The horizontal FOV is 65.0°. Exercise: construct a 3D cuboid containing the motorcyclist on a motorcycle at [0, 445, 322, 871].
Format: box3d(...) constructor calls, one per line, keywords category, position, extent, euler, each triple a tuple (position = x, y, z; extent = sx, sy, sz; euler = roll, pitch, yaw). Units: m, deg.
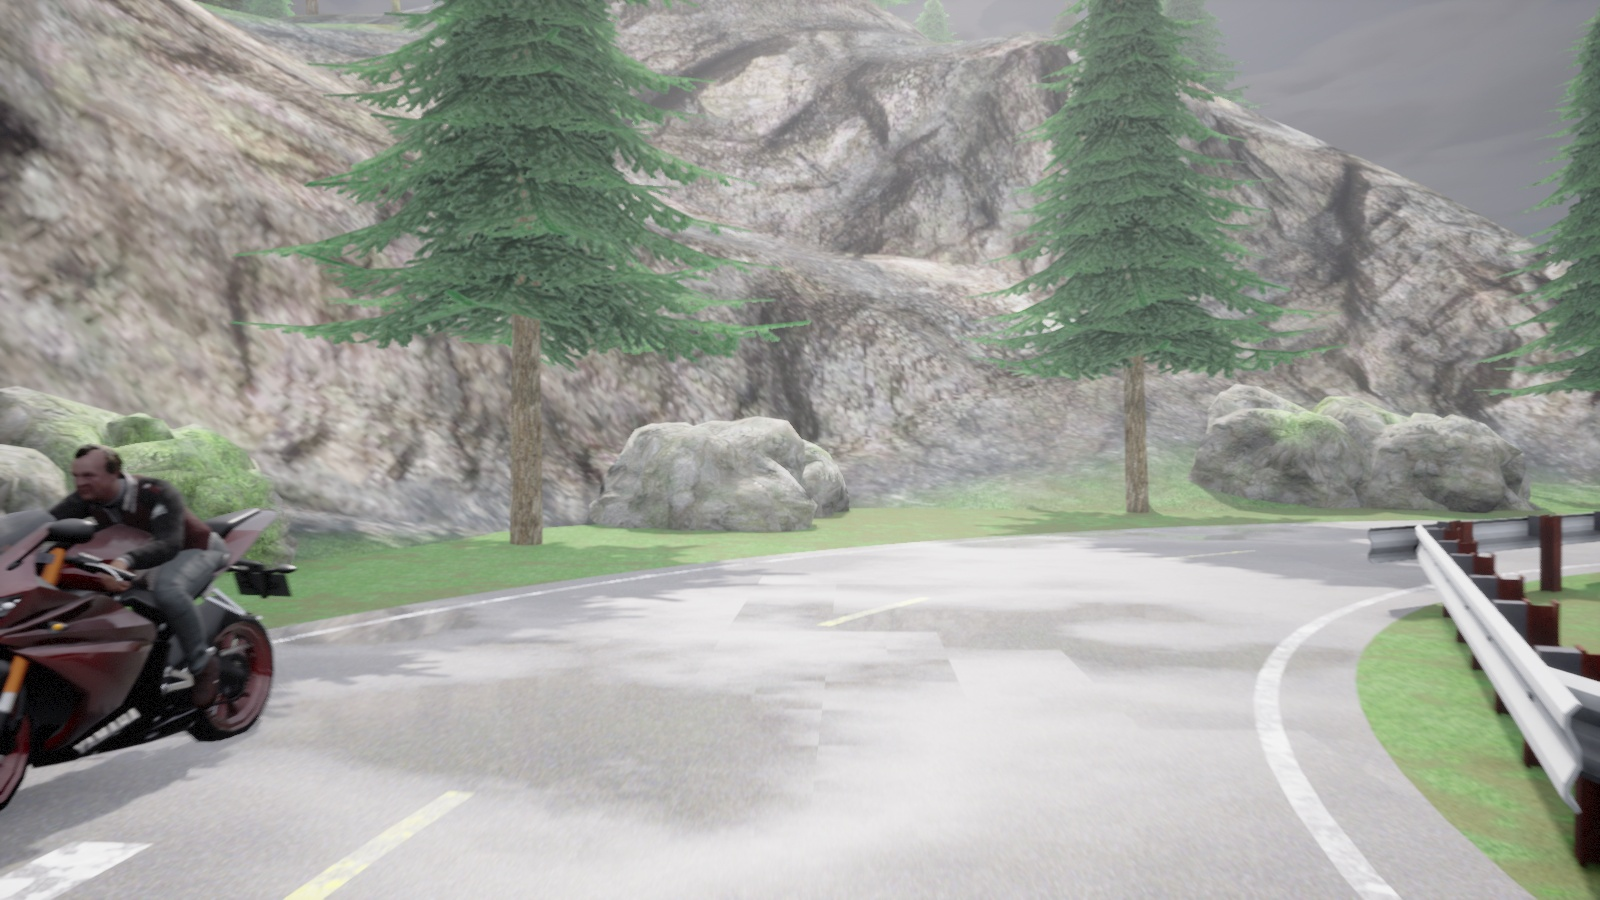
box3d(category="motorcyclist on a motorcycle", position=(-3.122, 0.748, 5.495), extent=(0.866, 1.530, 2.191), euler=(1, 0, 12))
